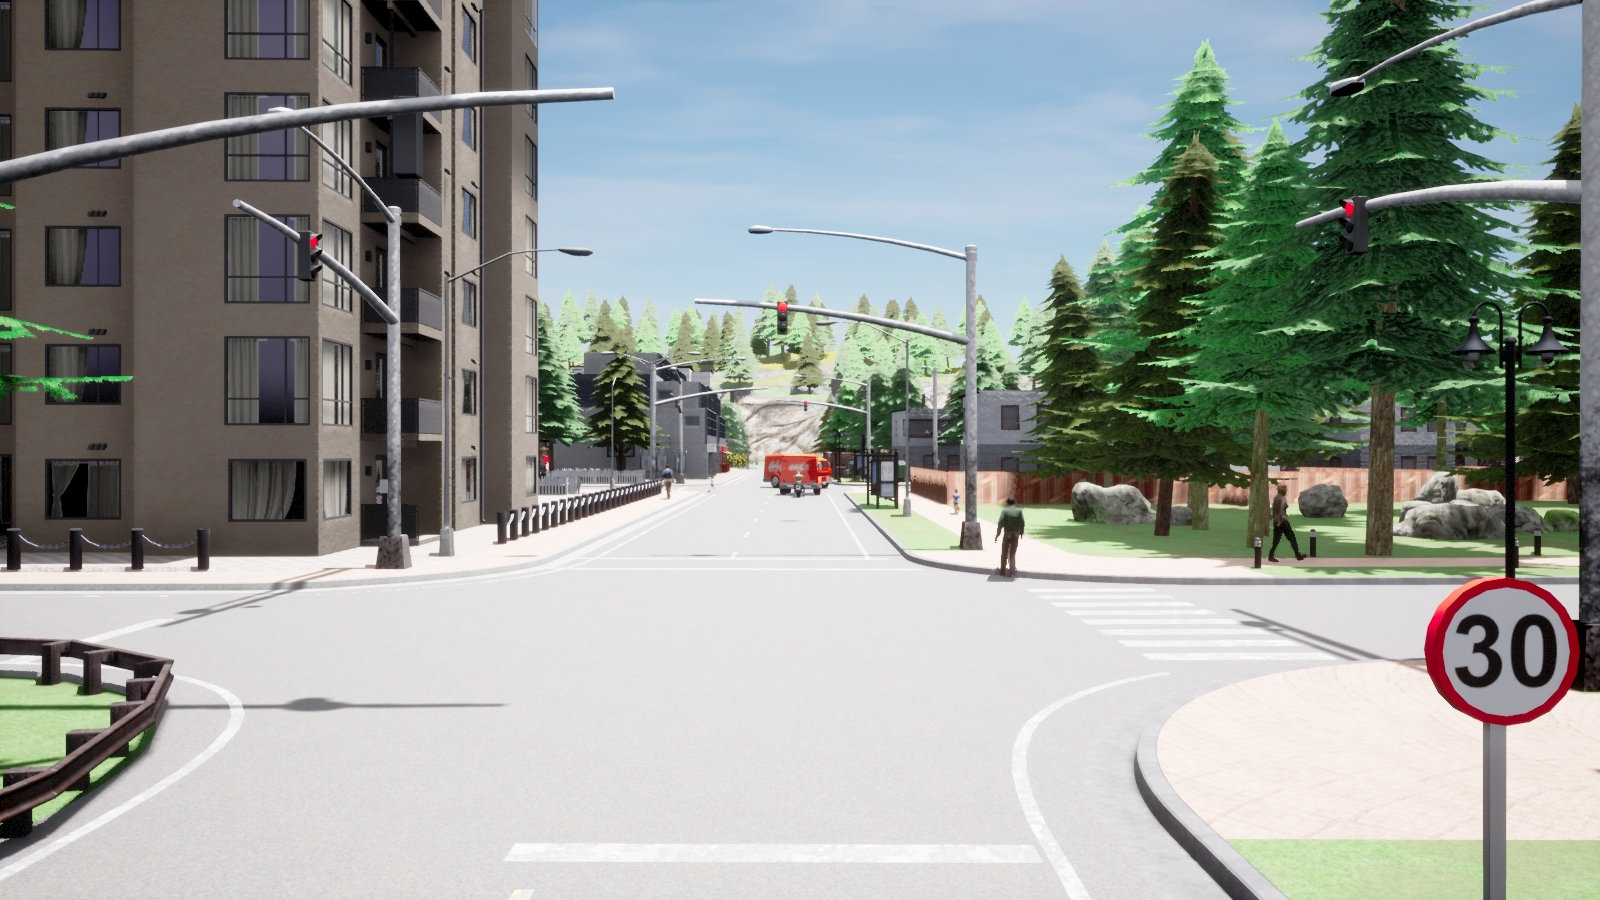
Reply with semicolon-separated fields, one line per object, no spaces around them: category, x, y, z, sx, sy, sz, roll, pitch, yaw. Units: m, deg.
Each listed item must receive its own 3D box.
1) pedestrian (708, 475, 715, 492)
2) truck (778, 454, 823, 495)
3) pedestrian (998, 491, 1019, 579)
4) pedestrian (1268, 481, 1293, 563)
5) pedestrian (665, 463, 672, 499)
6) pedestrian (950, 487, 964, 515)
pedestrian;-5.788;2.171;74.737;0.500;1.100;0.500;0;0;-3
truck;0.071;1.506;71.518;2.627;2.467;5.204;0;0;3
pedestrian;4.472;1.813;24.557;0.375;1.860;0.375;0;0;-1
pedestrian;11.054;1.647;26.289;0.375;1.860;0.375;0;0;-11
pedestrian;-6.999;1.641;60.719;0.375;1.860;0.375;0;0;-9
pedestrian;6.294;2.030;45.849;0.500;1.100;0.500;0;0;-1
